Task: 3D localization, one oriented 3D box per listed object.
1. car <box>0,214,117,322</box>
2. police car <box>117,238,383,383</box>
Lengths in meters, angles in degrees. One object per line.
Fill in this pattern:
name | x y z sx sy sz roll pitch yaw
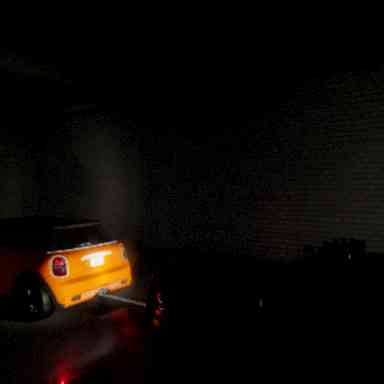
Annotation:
car | -3.610 1.318 7.341 4.553 1.767 2.097 0 0 31
police car | 1.686 1.413 3.967 5.238 1.638 1.930 0 0 34
